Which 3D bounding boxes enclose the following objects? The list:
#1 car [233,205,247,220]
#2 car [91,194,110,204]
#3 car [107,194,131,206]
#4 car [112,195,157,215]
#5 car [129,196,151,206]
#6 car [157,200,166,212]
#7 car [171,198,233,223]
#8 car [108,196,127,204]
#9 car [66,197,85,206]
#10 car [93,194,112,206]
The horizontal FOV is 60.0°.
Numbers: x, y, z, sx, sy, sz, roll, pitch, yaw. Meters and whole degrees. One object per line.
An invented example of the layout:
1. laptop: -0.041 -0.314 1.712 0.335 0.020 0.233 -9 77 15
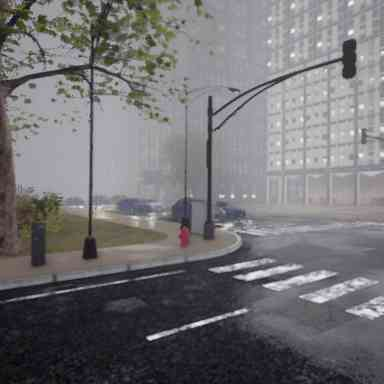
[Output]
1. car: 2.219 1.366 26.225 1.882 1.535 5.008 1 0 -34
2. car: -16.774 1.218 60.716 2.097 1.767 4.553 1 0 -34
3. car: -11.714 1.232 53.175 2.097 1.767 4.553 1 0 -34
4. car: -5.617 1.318 32.112 1.882 1.535 5.008 1 0 -34
5. car: -8.536 1.442 54.225 1.812 1.442 4.674 1 0 -34
6. car: -4.625 1.397 36.479 1.812 1.442 4.674 1 0 -34
7. car: 0.383 1.208 23.127 2.097 1.767 4.553 1 0 -34
8. car: -14.089 1.426 62.544 1.812 1.442 4.674 1 0 -34
9. car: -17.710 1.372 50.341 1.994 1.385 4.181 1 0 -33
10. car: -14.275 1.323 51.039 1.882 1.535 5.008 1 0 -33
